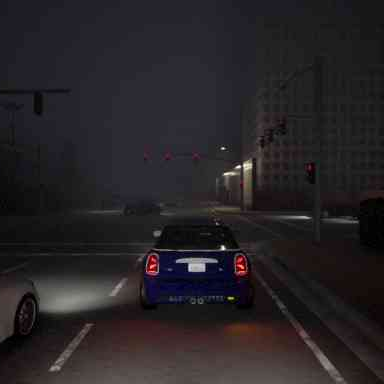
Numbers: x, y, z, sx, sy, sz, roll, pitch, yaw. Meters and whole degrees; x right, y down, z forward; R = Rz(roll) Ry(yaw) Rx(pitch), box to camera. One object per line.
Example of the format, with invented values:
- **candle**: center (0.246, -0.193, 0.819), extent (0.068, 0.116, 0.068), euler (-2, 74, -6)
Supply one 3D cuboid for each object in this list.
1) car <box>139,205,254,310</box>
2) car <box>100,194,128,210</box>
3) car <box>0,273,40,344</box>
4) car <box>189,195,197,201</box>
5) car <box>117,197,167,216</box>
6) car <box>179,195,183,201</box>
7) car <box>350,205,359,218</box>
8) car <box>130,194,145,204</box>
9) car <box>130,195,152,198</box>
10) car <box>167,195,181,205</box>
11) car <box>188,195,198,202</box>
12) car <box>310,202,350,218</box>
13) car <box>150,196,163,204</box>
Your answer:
- **car**: center (0.101, 1.352, 7.990), extent (2.097, 1.767, 4.553), euler (0, 0, 0)
- **car**: center (-10.493, 1.221, 44.032), extent (2.150, 2.045, 5.566), euler (0, 0, 0)
- **car**: center (-3.431, 1.526, 3.560), extent (1.812, 1.442, 4.674), euler (0, 0, 1)
- **car**: center (0.185, 1.540, 83.772), extent (2.033, 1.411, 5.357), euler (0, 0, 0)
- **car**: center (-4.648, 1.549, 31.676), extent (1.812, 1.442, 4.674), euler (1, 0, 26)
- **car**: center (-3.314, 1.478, 84.103), extent (1.882, 1.535, 5.008), euler (0, 0, 0)
- **car**: center (15.861, 1.560, 26.864), extent (4.892, 1.490, 1.837), euler (0, 0, 0)
- **car**: center (-10.409, 1.352, 63.584), extent (2.097, 1.767, 4.553), euler (0, 0, 1)
- **car**: center (-6.983, 1.526, 46.264), extent (1.812, 1.442, 4.674), euler (0, 0, 0)
- **car**: center (-3.275, 1.600, 53.200), extent (1.895, 1.301, 4.718), euler (0, 0, 0)
- **car**: center (0.170, 1.355, 73.790), extent (2.097, 1.767, 4.553), euler (0, 0, 0)
- **car**: center (13.018, 1.619, 30.365), extent (4.181, 1.385, 1.994), euler (0, 0, 0)
- **car**: center (-6.898, 1.564, 65.204), extent (1.994, 1.385, 4.181), euler (0, 0, 0)
